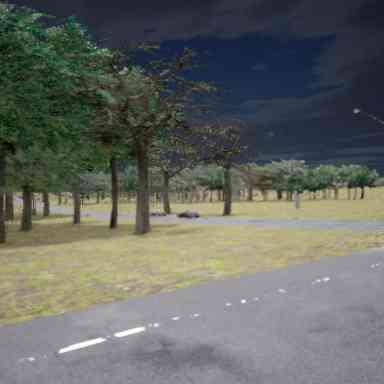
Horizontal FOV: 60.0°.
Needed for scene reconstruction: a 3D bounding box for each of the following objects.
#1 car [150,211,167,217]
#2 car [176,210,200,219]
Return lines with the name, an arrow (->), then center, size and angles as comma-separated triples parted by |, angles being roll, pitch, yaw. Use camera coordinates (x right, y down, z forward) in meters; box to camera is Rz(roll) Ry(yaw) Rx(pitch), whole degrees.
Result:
car -> -7.031, 4.461, 67.900 | 1.895, 1.301, 4.718 | -2, -1, -34
car -> -0.725, 3.933, 58.698 | 2.033, 1.411, 5.357 | -2, -2, -34
